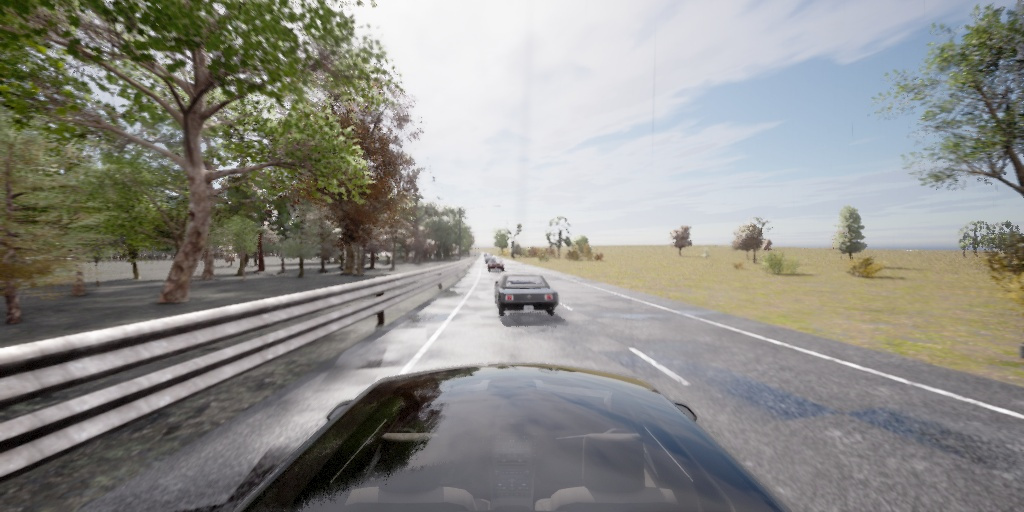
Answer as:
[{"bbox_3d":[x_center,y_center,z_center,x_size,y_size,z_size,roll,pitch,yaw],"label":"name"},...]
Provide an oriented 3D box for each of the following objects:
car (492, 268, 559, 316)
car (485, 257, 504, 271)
[{"bbox_3d":[0.342,1.278,13.087,1.895,1.301,4.718,0,0,-4],"label":"car"},{"bbox_3d":[-2.002,1.072,42.962,1.895,1.301,4.718,0,0,-4],"label":"car"}]
